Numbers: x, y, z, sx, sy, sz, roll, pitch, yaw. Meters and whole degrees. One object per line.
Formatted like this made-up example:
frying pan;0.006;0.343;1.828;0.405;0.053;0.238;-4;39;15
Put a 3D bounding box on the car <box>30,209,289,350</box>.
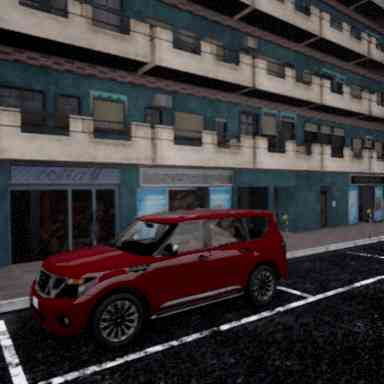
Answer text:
car;-0.266;1.297;6.385;5.009;1.841;2.192;0;0;-36
